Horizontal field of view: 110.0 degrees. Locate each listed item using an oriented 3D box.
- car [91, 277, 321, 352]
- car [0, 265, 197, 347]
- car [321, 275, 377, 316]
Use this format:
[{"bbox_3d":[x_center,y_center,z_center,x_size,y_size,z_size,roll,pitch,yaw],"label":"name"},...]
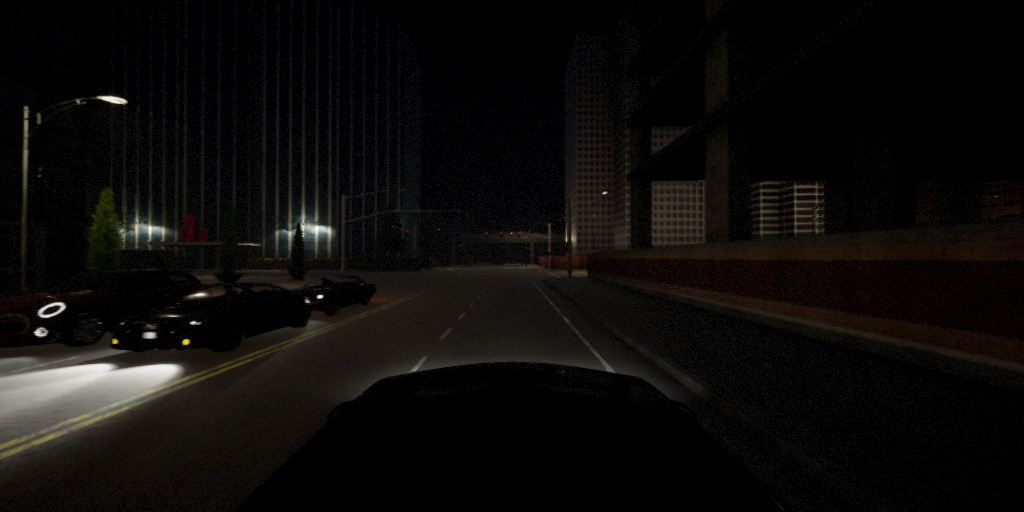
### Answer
[{"bbox_3d":[-6.976,1.365,8.939,1.994,1.385,4.181,0,0,1],"label":"car"},{"bbox_3d":[-10.580,1.155,9.511,2.097,1.767,4.553,0,0,0],"label":"car"},{"bbox_3d":[-7.065,1.440,14.012,1.895,1.301,4.718,0,0,0],"label":"car"}]
